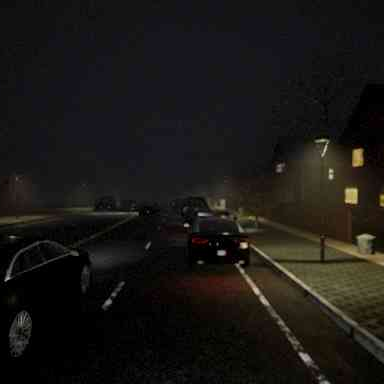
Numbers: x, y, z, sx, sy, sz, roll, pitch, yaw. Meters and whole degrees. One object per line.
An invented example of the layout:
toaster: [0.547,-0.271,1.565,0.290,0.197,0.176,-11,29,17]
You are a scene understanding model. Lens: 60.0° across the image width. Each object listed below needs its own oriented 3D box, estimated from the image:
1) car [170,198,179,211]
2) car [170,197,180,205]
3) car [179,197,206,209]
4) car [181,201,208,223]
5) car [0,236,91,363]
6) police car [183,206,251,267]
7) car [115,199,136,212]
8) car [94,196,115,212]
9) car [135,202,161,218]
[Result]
car: [-1.755,1.671,46.274,2.097,1.767,4.553,0,0,-4]
car: [-3.555,1.908,69.645,1.882,1.535,5.008,0,0,-5]
car: [0.195,1.412,27.851,2.150,2.045,5.566,0,0,-3]
car: [0.440,1.623,21.787,1.882,1.535,5.008,0,0,-2]
car: [-3.245,1.531,5.882,2.128,1.511,4.902,0,0,-1]
police car: [0.757,1.504,11.835,1.930,1.638,5.238,0,0,-2]
car: [-8.188,1.655,42.886,2.097,1.767,4.553,0,0,-3]
car: [-11.538,1.541,44.470,2.150,2.045,5.566,0,0,-4]
car: [-4.211,1.708,33.382,1.882,1.535,5.008,0,0,-3]
